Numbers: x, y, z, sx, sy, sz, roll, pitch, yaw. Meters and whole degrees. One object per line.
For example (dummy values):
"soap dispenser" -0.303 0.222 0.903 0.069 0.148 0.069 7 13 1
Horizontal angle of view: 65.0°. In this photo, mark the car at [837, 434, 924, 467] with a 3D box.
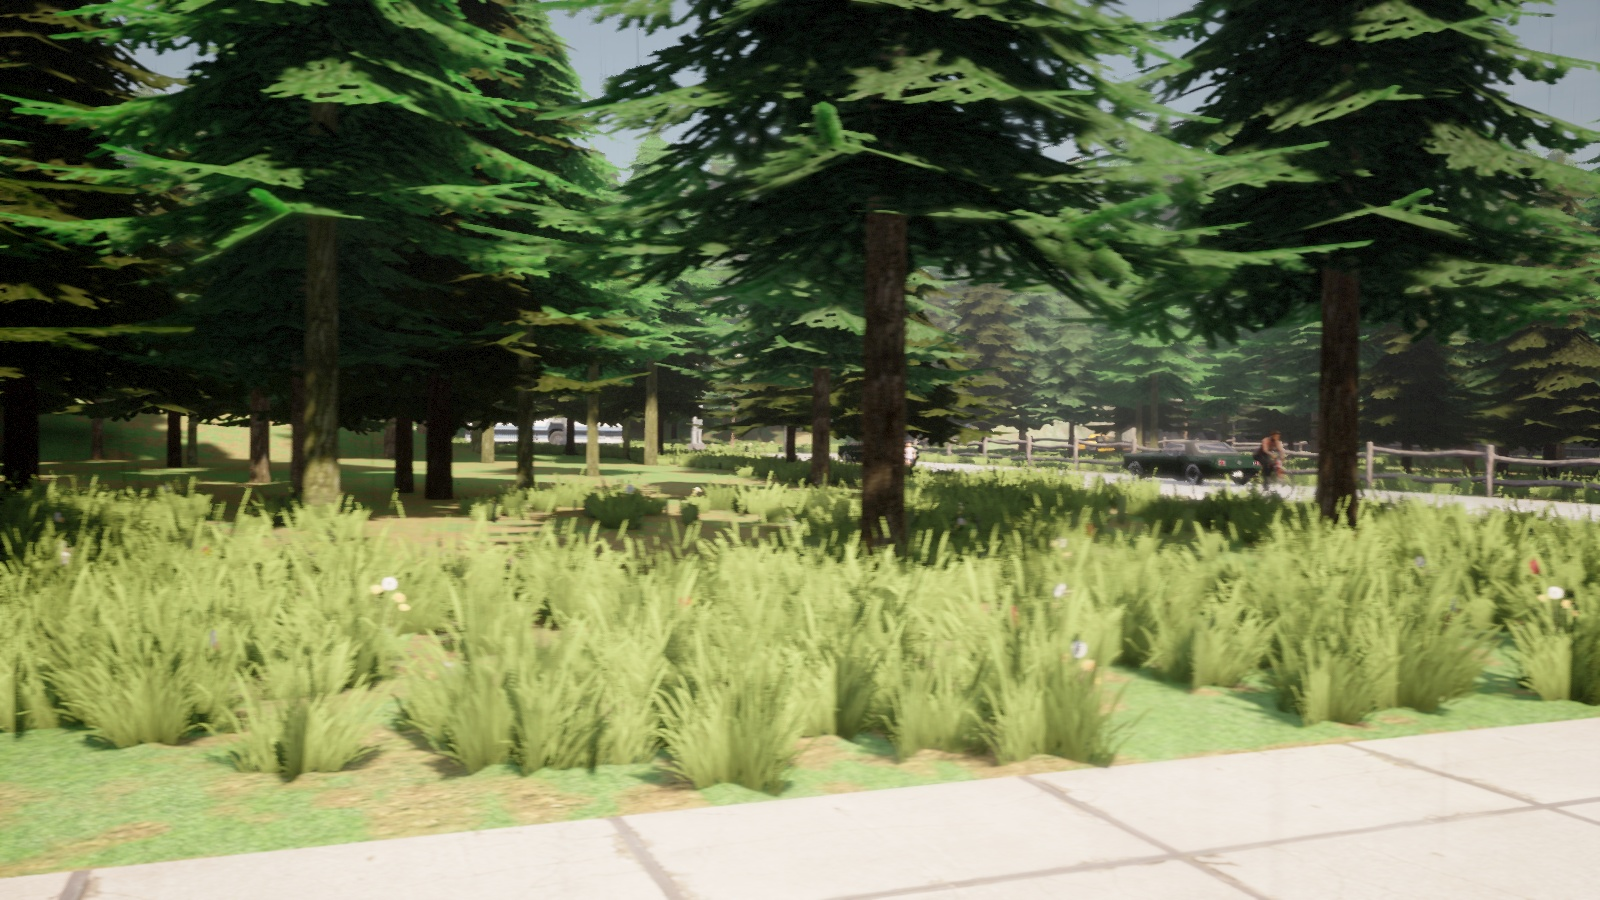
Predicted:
"car" 3.269 -0.010 51.963 1.895 1.301 4.718 -1 1 -20

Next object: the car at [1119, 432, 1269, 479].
"car" 11.874 0.120 38.233 1.895 1.301 4.718 -1 1 -20

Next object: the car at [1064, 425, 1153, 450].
"car" 20.002 -0.808 81.582 5.366 1.575 1.801 -1 1 5

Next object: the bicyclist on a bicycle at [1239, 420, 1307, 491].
"bicyclist on a bicycle" 11.216 0.111 29.802 0.582 1.620 1.656 -1 1 -19

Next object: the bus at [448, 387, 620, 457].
"bus" -17.022 -1.730 80.407 10.273 4.253 3.944 0 1 21
